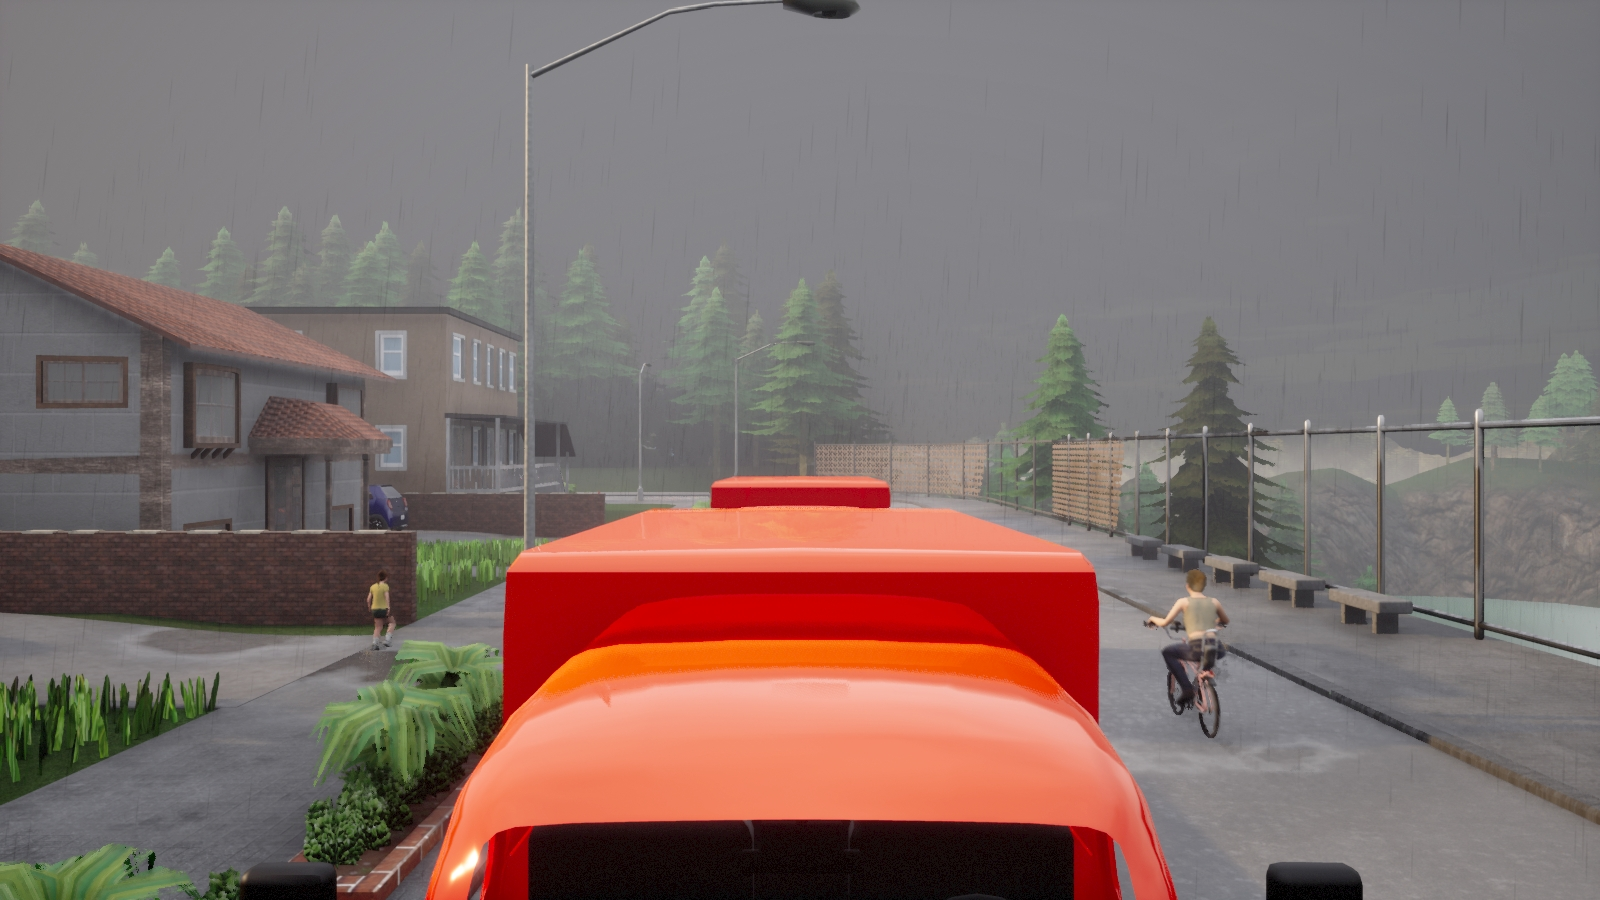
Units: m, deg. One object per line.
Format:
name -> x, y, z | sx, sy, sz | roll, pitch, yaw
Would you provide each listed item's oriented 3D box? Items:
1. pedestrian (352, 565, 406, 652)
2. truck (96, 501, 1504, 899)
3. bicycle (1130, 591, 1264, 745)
pedestrian -> -5.698, 2.134, 15.484 | 0.500, 1.100, 0.500 | 0, 0, 11
truck -> 0.000, 1.569, 4.736 | 2.627, 2.467, 5.204 | 0, 0, 0
bicycle -> 3.986, 2.166, 11.596 | 0.859, 1.276, 1.487 | 0, 0, 0
